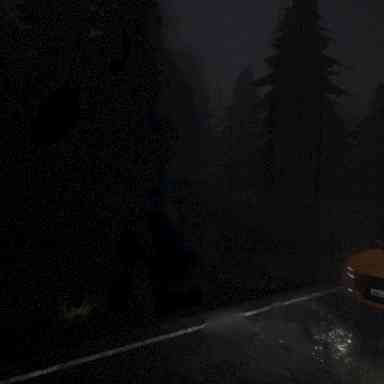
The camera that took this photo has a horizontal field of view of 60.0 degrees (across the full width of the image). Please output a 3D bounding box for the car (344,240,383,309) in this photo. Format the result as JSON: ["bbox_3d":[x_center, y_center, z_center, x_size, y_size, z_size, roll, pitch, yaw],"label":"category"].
[{"bbox_3d":[5.315,1.487,7.151,5.008,1.535,1.882,0,0,-33],"label":"car"}]
